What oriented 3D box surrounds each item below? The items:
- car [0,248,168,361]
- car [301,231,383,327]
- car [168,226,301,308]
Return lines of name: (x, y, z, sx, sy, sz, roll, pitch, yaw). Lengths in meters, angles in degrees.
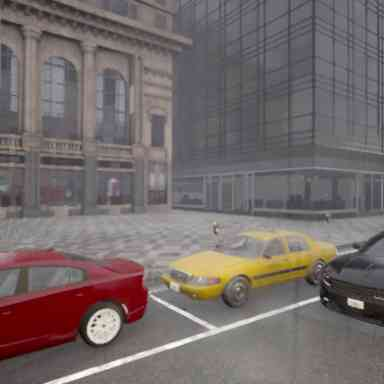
car: (-2.807, 1.565, 4.747, 4.507, 1.381, 1.887, 0, 0, -36)
car: (4.587, 1.471, 6.693, 5.008, 1.535, 1.882, 0, 0, -36)
car: (1.615, 1.533, 7.941, 4.829, 1.417, 1.752, 0, 0, -36)
